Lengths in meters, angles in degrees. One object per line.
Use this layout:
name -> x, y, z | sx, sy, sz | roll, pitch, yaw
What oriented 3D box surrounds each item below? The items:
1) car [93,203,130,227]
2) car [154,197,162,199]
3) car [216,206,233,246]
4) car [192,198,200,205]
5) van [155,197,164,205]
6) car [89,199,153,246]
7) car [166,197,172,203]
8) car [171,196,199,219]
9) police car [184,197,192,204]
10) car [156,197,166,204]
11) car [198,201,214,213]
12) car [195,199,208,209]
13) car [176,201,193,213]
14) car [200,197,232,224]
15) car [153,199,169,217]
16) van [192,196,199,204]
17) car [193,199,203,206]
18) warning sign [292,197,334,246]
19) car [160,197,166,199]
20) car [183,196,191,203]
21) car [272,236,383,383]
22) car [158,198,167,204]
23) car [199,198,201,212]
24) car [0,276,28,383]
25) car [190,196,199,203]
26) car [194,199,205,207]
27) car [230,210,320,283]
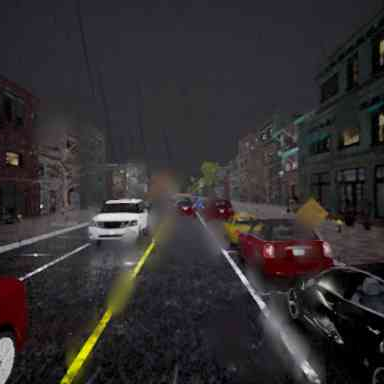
car -> -6.260, 1.720, 26.347 | 1.967, 1.590, 4.097 | -1, 0, -1
car -> -7.052, 2.097, 59.626 | 2.008, 1.369, 4.403 | -1, 0, -1
car -> 2.380, 1.616, 15.626 | 1.752, 1.417, 4.829 | -1, 0, -1
car -> 0.928, 2.161, 76.468 | 1.802, 1.307, 4.206 | -1, 0, -1
van -> -7.455, 2.021, 76.267 | 1.690, 1.788, 3.998 | -1, 0, -1
car -> -3.437, 1.393, 16.728 | 2.150, 2.045, 5.566 | -1, -1, -1
car -> -4.754, 2.007, 76.031 | 1.994, 1.385, 4.181 | -1, 0, -1
car -> -0.669, 1.614, 32.967 | 2.097, 1.767, 4.553 | -1, 0, -1
police car -> -1.027, 2.081, 83.361 | 1.930, 1.638, 5.238 | -1, 0, -1
car -> -7.585, 2.164, 81.813 | 1.967, 1.590, 4.097 | -1, 0, -1
car -> 1.723, 1.894, 43.189 | 1.802, 1.307, 4.206 | -1, 0, -1
car -> 1.457, 1.946, 54.282 | 1.887, 1.381, 4.507 | -1, 0, -1
car -> -0.969, 1.902, 44.319 | 2.033, 1.411, 5.357 | -1, 0, -1
car -> 2.114, 1.494, 26.551 | 2.192, 1.841, 5.009 | -1, 0, -1
car -> -3.803, 1.831, 35.908 | 1.837, 1.490, 4.892 | -1, -1, -1
van -> 0.790, 1.964, 82.017 | 1.690, 1.788, 3.998 | -1, 0, -1
car -> 1.193, 2.072, 65.375 | 1.802, 1.307, 4.206 | -1, 0, -1
warning sign -> 4.819, 1.158, 13.363 | 1.300, 1.860, 1.060 | 0, 0, -1
car -> -7.323, 1.951, 70.721 | 2.192, 1.841, 5.009 | -1, 0, -1
car -> -1.326, 2.087, 93.205 | 2.097, 1.767, 4.553 | -1, 0, -2
car -> 2.650, 1.565, 4.363 | 1.947, 1.339, 4.313 | -1, 0, -1
car -> -7.715, 2.313, 87.359 | 1.887, 1.381, 4.507 | -1, 0, -1
car -> 1.852, 1.708, 37.643 | 1.967, 1.590, 4.097 | -1, 0, -1
car -> -3.106, 1.532, 2.364 | 1.882, 1.535, 5.008 | -1, 0, 0
car -> 0.658, 1.983, 87.564 | 2.192, 1.841, 5.009 | -1, 0, -1
car -> 1.325, 2.028, 59.828 | 1.802, 1.307, 4.206 | -1, 0, -1
car -> 2.515, 1.484, 9.910 | 1.967, 1.590, 4.097 | -1, 0, -1
